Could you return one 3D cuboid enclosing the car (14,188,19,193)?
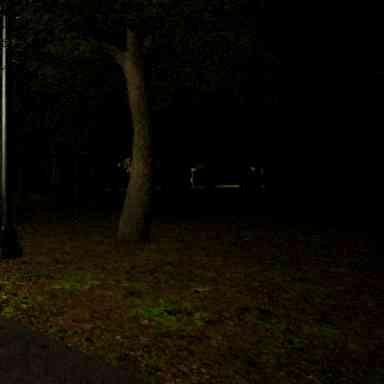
[{"bbox_3d":[-41.200,-0.401,73.785,1.882,1.535,5.008,-1,1,34],"label":"car"}]
